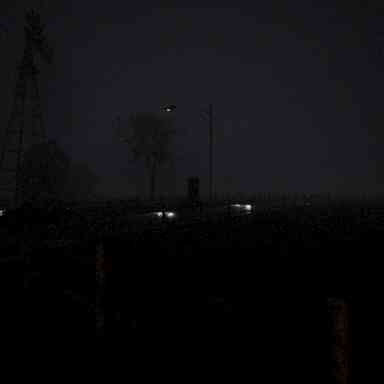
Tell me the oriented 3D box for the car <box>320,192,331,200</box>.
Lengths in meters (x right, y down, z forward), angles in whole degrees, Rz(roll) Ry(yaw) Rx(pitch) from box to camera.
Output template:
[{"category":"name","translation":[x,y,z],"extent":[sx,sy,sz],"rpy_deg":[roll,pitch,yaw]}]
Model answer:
[{"category":"car","translation":[24.757,0.710,62.544],"extent":[1.994,1.385,4.181],"rpy_deg":[1,1,36]}]

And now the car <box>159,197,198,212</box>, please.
[{"category":"car","translation":[-1.250,1.158,32.252],"extent":[1.994,1.385,4.181],"rpy_deg":[1,1,35]}]

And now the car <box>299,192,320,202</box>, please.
[{"category":"car","translation":[18.959,0.800,54.360],"extent":[1.812,1.442,4.674],"rpy_deg":[1,2,35]}]

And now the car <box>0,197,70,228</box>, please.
[{"category":"car","translation":[-10.013,1.133,20.536],"extent":[2.097,1.767,4.553],"rpy_deg":[1,2,40]}]

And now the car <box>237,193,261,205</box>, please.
[{"category":"car","translation":[7.825,0.913,45.022],"extent":[1.812,1.442,4.674],"rpy_deg":[1,1,36]}]
